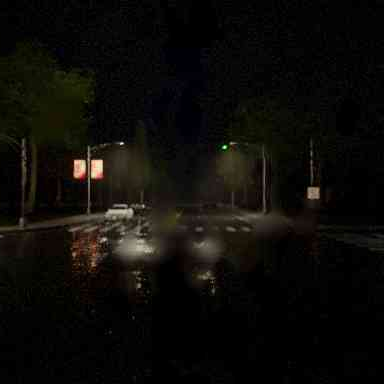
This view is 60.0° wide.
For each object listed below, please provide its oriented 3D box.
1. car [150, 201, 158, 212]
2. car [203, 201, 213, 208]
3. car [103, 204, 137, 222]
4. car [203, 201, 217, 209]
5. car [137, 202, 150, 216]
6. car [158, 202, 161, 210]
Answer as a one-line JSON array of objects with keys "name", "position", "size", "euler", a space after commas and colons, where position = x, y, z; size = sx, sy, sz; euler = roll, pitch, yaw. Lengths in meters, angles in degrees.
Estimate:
[{"name": "car", "position": [-6.554, 2.191, 48.489], "size": [1.812, 1.442, 4.674], "euler": [0, -1, 0]}, {"name": "car", "position": [3.305, 2.550, 70.484], "size": [1.812, 1.442, 4.674], "euler": [0, -1, 0]}, {"name": "car", "position": [-6.567, 1.917, 30.388], "size": [1.812, 1.442, 4.674], "euler": [0, -1, 0]}, {"name": "car", "position": [3.394, 2.331, 60.051], "size": [1.882, 1.535, 5.008], "euler": [0, -1, 0]}, {"name": "car", "position": [-6.559, 2.121, 39.397], "size": [1.895, 1.301, 4.718], "euler": [0, -1, 0]}, {"name": "car", "position": [-6.513, 2.389, 59.140], "size": [2.033, 1.411, 5.357], "euler": [0, -1, 0]}]
